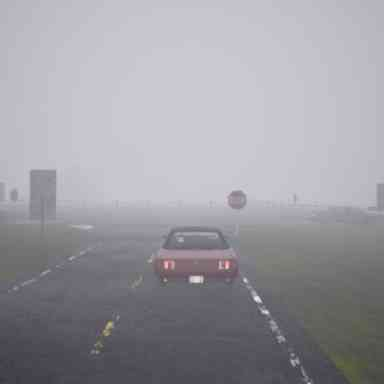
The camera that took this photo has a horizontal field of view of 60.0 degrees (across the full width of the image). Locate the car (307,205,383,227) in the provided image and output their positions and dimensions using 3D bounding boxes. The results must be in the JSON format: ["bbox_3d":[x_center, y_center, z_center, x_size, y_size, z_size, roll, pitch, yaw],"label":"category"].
[{"bbox_3d":[11.306,1.746,24.464,5.357,1.411,2.033,1,-1,5],"label":"car"}]

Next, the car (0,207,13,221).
[{"bbox_3d":[-15.534,1.361,23.892,4.892,1.490,1.837,1,-1,0],"label":"car"}]

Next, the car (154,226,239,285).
[{"bbox_3d":[0.102,1.624,9.481,1.895,1.301,4.718,0,0,0],"label":"car"}]
